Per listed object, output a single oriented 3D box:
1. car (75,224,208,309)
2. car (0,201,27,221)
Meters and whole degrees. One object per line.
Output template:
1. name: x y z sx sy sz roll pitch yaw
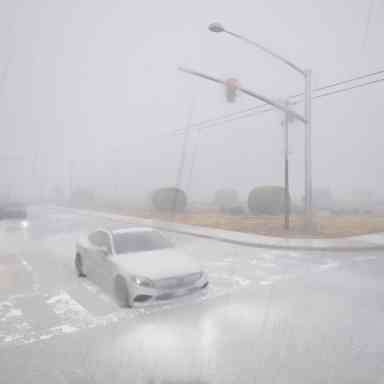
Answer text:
1. car: -1.522 1.576 8.181 1.812 1.442 4.674 0 1 -35
2. car: -15.126 1.526 27.806 1.882 1.535 5.008 0 1 -35
